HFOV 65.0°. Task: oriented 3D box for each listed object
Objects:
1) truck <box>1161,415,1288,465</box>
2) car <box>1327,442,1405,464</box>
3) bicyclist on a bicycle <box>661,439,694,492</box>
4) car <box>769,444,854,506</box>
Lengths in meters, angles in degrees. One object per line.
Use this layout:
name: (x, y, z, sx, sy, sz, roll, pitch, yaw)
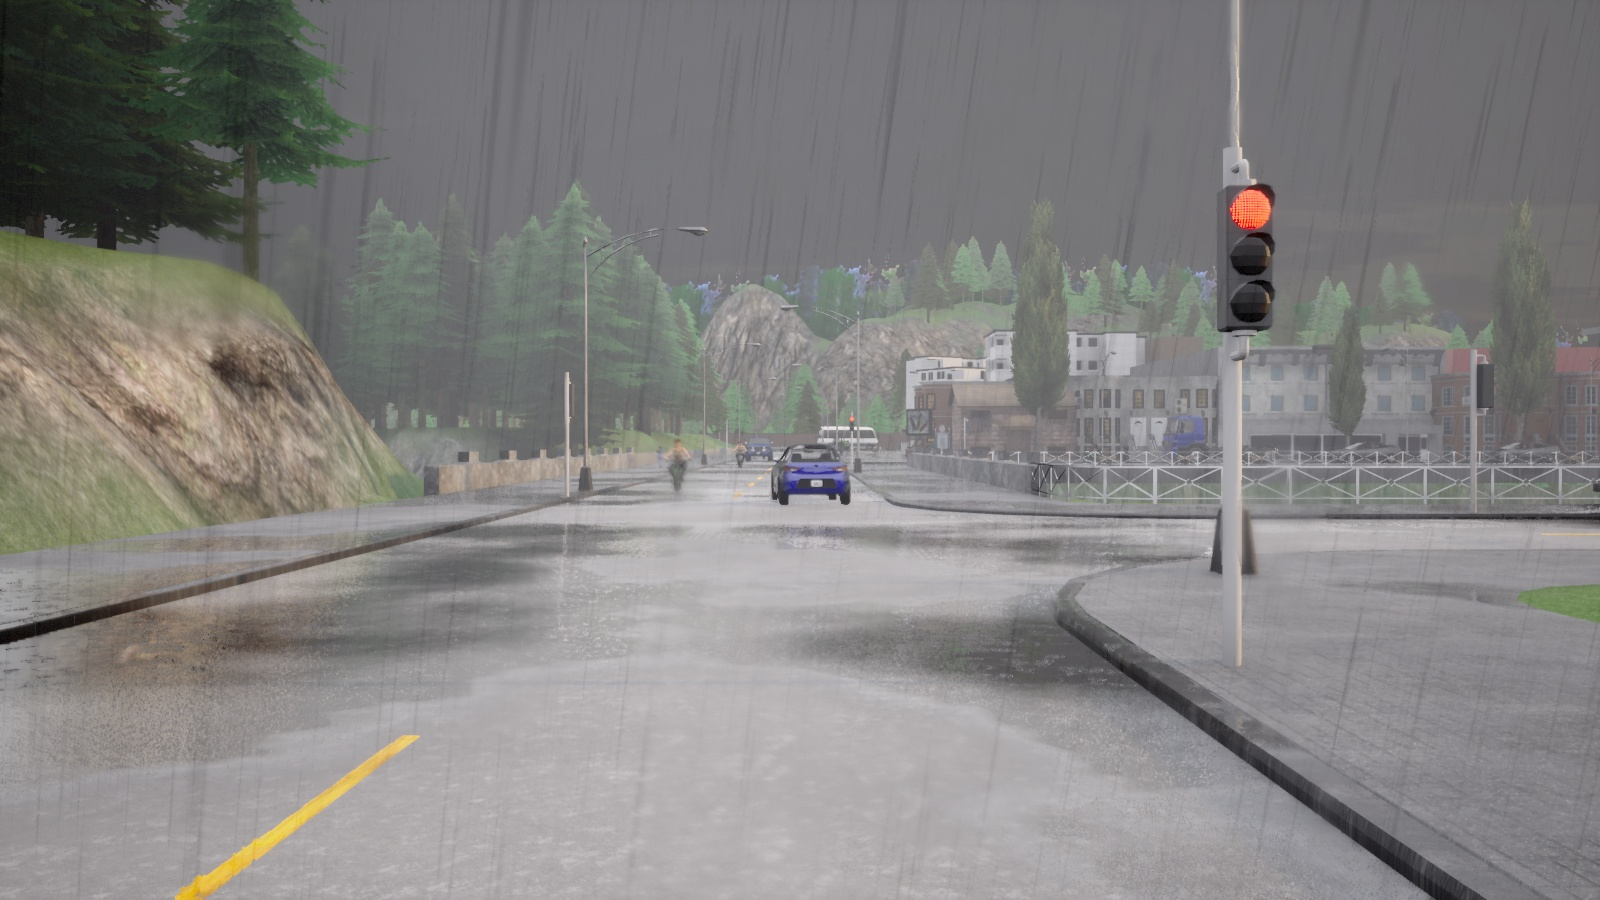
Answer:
truck: (29.648, -0.708, 87.929, 7.936, 3.462, 2.891, 0, 0, 0)
car: (39.593, 0.229, 87.885, 4.514, 1.525, 2.007, 0, 0, 0)
bicyclist on a bicycle: (-3.767, 0.462, 38.698, 0.866, 1.612, 1.509, 0, 0, 0)
car: (0.225, 0.580, 31.910, 1.816, 1.474, 4.193, 0, 0, -4)
